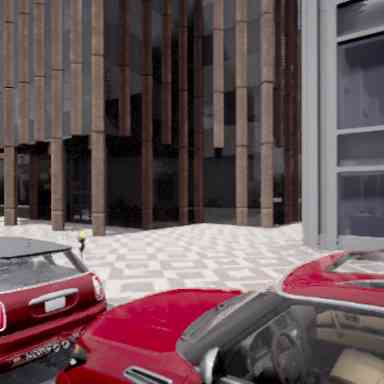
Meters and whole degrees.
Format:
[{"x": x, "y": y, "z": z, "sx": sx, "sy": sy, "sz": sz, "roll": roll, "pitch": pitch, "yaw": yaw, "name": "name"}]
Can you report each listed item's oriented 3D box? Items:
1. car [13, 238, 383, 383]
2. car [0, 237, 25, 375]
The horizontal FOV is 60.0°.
[{"x": 1.294, "y": 1.315, "z": 2.044, "sx": 5.009, "sy": 1.841, "sz": 2.192, "roll": 0, "pitch": 0, "yaw": 35, "name": "car"}, {"x": -3.297, "y": 1.437, "z": 5.315, "sx": 4.097, "sy": 1.590, "sz": 1.967, "roll": 0, "pitch": 0, "yaw": 35, "name": "car"}]
